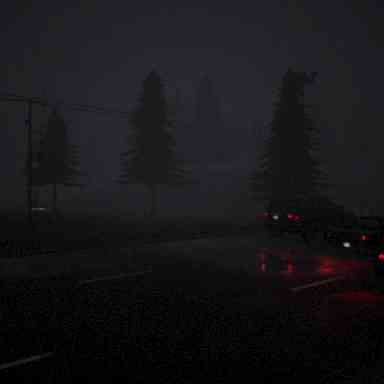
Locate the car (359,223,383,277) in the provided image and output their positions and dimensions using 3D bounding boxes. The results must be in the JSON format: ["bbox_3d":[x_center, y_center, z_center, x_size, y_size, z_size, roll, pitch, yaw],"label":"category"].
[{"bbox_3d":[6.834,1.572,8.667,5.357,1.411,2.033,0,0,-35],"label":"car"}]

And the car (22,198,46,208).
[{"bbox_3d":[-22.491,1.569,47.044,2.033,1.411,5.357,0,0,-42],"label":"car"}]

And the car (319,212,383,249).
[{"bbox_3d":[7.444,1.633,13.381,4.718,1.301,1.895,0,0,-35],"label":"car"}]

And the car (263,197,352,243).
[{"bbox_3d":[5.990,1.254,16.639,5.566,2.045,2.150,0,0,-35],"label":"car"}]
